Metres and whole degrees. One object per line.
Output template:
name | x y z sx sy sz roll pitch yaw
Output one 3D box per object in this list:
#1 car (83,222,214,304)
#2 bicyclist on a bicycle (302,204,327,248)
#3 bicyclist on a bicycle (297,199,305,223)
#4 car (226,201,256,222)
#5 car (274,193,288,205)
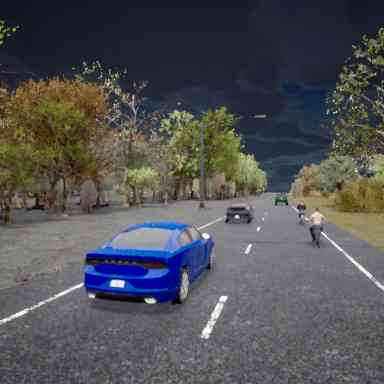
car | -0.708 1.478 8.313 1.882 1.535 5.008 0 0 14
bicyclist on a bicycle | 5.181 1.439 13.834 0.866 1.612 1.509 0 0 15
bicyclist on a bicycle | 7.452 1.375 22.628 0.659 1.776 1.843 0 0 14
car | 3.828 1.510 26.088 1.837 1.490 4.892 0 0 14
car | 15.613 1.237 58.109 2.150 2.045 5.566 0 0 14
